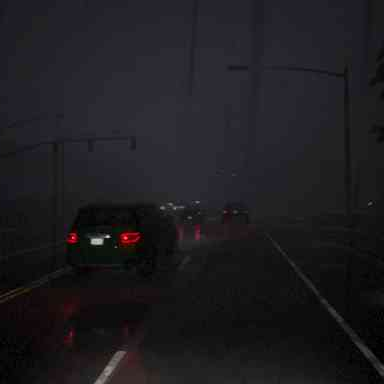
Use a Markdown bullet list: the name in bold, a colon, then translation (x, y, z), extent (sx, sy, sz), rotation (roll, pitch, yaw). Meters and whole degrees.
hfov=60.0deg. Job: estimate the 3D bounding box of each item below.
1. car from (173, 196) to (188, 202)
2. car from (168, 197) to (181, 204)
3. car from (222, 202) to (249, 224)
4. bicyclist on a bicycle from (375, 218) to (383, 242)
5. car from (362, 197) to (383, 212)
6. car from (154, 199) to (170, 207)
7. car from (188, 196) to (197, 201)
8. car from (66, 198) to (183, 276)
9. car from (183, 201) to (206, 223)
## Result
- **car**: translation (-2.499, 2.127, 65.994), extent (1.994, 1.385, 4.181), rotation (-1, 0, 7)
- **car**: translation (-4.205, 2.078, 81.040), extent (2.128, 1.511, 4.902), rotation (-1, 0, 7)
- **car**: translation (3.529, 1.570, 27.019), extent (2.097, 1.767, 4.553), rotation (-1, -1, 8)
- **bicyclist on a bicycle**: translation (8.540, 1.307, 13.891), extent (1.656, 1.620, 0.582), rotation (-1, -1, 15)
- **car**: translation (22.785, 1.389, 39.617), extent (4.553, 1.767, 2.097), rotation (-1, -1, 5)
- **car**: translation (-6.002, 2.128, 66.173), extent (2.128, 1.511, 4.902), rotation (-1, 0, 7)
- **car**: translation (-0.693, 2.030, 80.937), extent (2.033, 1.411, 5.357), rotation (-1, 0, 7)
- **car**: translation (-1.981, 1.366, 11.028), extent (2.150, 2.045, 5.566), rotation (-1, -1, 9)
- **car**: translation (0.104, 1.808, 27.976), extent (1.812, 1.442, 4.674), rotation (-1, 0, 7)
